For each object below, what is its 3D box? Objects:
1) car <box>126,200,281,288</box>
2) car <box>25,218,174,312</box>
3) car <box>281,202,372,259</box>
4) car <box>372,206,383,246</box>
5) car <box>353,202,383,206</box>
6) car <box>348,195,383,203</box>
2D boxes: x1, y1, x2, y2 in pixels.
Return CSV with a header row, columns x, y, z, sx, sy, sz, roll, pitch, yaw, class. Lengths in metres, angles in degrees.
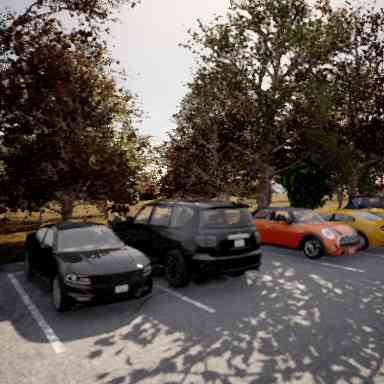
x,y,z,sx,sy,sz,roll,pitch,yaw,class
-0.475,1.261,9.753,2.435,2.045,5.566,0,0,-35,car
-2.733,1.499,8.115,2.097,1.535,5.008,0,0,-35,car
4.068,1.389,12.994,2.185,1.767,4.553,0,0,-35,car
6.358,1.504,14.581,2.097,1.535,5.008,0,0,-35,car
8.616,1.485,16.424,1.946,1.575,5.366,0,0,-35,car
11.007,1.220,17.865,2.435,2.045,5.566,0,0,-35,car
